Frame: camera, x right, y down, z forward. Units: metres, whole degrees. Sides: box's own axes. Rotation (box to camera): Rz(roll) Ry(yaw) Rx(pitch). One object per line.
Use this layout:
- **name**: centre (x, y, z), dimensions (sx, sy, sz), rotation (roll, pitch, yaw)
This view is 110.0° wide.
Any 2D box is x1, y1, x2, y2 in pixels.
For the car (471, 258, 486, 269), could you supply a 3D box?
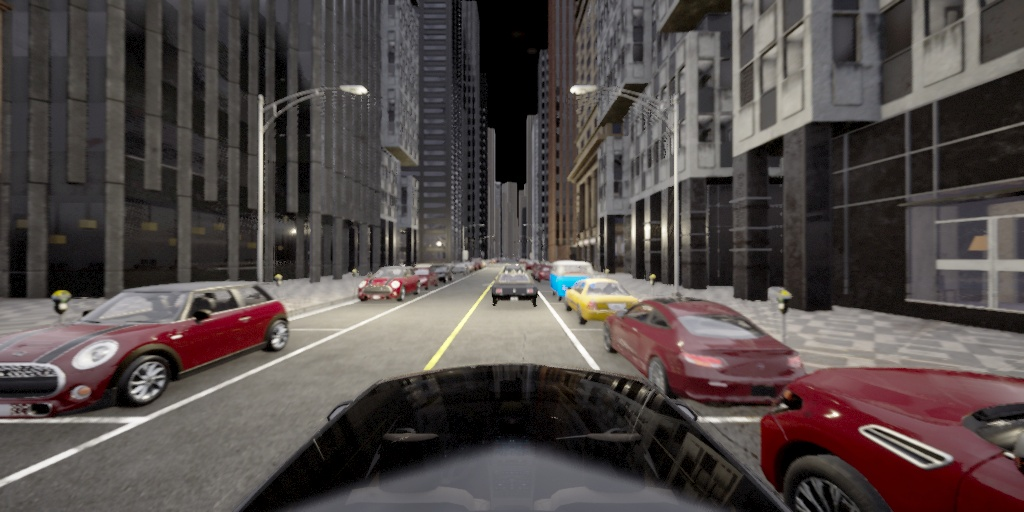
- **car**: centre (-5.758, 1.227, 56.426), dimensions (2.192, 1.841, 5.009), rotation (0, 0, 0)

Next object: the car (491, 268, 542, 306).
- **car**: centre (0.100, 1.392, 16.123), dimensions (1.895, 1.301, 4.718), rotation (0, 0, 0)

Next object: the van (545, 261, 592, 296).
- **van**: centre (2.765, 1.135, 17.229), dimensions (1.690, 1.789, 3.998), rotation (0, 0, 0)

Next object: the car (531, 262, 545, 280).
- **car**: centre (2.765, 1.408, 28.433), dimensions (1.802, 1.307, 4.207), rotation (0, 0, 0)

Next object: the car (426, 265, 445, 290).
- **car**: centre (-5.760, 1.392, 22.815), dimensions (1.802, 1.307, 4.207), rotation (0, 0, 0)

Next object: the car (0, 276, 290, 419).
- **car**: centre (-5.761, 1.202, 6.011), dimensions (1.967, 1.591, 4.097), rotation (0, 0, 0)

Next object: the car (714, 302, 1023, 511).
- **car**: centre (2.763, 1.061, 0.423), dimensions (2.192, 1.841, 5.009), rotation (0, 0, 0)

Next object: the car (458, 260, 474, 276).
- **car**: centre (-5.759, 1.410, 39.621), dimensions (2.007, 1.370, 4.403), rotation (0, 0, 0)

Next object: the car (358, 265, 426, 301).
- **car**: centre (-5.761, 1.234, 17.214), dimensions (1.967, 1.591, 4.097), rotation (0, 0, 0)

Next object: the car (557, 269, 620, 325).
- **car**: centre (2.764, 1.303, 11.797), dimensions (1.751, 1.417, 4.829), rotation (0, 0, 0)

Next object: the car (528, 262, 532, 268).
- **car**: centre (2.766, 1.425, 34.035), dimensions (1.802, 1.307, 4.207), rotation (0, 0, 0)

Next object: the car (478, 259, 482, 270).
- **car**: centre (-5.758, 1.440, 50.824), dimensions (1.888, 1.381, 4.507), rotation (0, 0, 0)

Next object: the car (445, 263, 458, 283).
- **car**: centre (-5.760, 1.392, 28.417), dimensions (1.948, 1.339, 4.313), rotation (0, 0, 0)

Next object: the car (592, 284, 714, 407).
- **car**: centre (2.764, 1.344, 6.025), dimensions (1.802, 1.307, 4.207), rotation (0, 0, 0)

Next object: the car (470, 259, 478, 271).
- **car**: centre (-5.758, 1.403, 45.052), dimensions (1.751, 1.417, 4.829), rotation (0, 0, 0)

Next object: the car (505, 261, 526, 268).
- **car**: centre (0.103, 1.445, 34.292), dimensions (1.895, 1.301, 4.718), rotation (0, 0, 0)

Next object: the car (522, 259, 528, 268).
- **car**: centre (2.767, 1.439, 50.841), dimensions (1.888, 1.381, 4.507), rotation (0, 0, 0)
